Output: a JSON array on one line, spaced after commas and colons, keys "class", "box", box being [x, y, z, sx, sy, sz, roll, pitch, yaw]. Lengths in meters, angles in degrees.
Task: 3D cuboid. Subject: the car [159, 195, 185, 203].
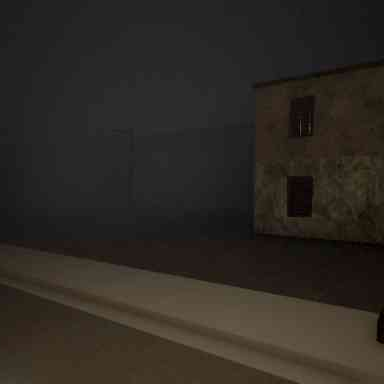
[{"class": "car", "box": [-3.860, 1.314, 64.054, 5.008, 1.535, 1.882, 1, 1, -15]}]
